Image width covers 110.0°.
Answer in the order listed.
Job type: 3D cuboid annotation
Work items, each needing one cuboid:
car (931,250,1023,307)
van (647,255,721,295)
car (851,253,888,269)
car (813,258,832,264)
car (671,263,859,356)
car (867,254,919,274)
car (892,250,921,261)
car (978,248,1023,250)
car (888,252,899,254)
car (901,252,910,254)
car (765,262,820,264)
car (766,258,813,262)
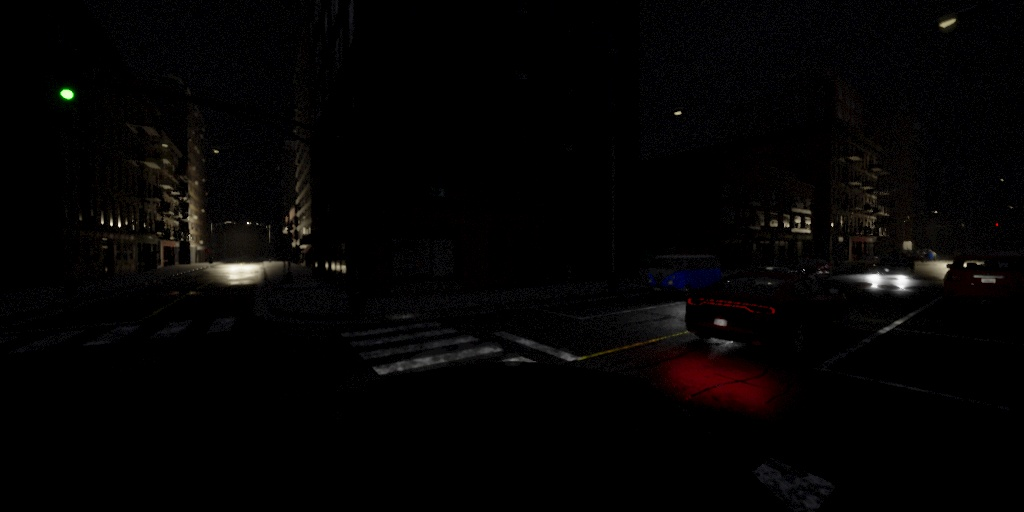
[{"bbox_3d":[16.837,0.819,12.573,5.009,1.841,2.192,0,0,-35],"label":"car"},{"bbox_3d":[7.764,0.827,16.141,3.998,1.789,1.690,0,0,-35],"label":"van"},{"bbox_3d":[34.250,0.581,34.569,4.829,1.417,1.751,0,0,-35],"label":"car"},{"bbox_3d":[21.076,0.816,25.403,4.507,1.381,1.888,0,0,-35],"label":"car"},{"bbox_3d":[6.072,1.101,8.365,5.008,1.535,1.882,-1,1,-35],"label":"car"},{"bbox_3d":[30.924,0.766,29.049,4.718,1.301,1.895,-1,1,-34],"label":"car"},{"bbox_3d":[47.700,0.154,43.928,5.009,1.841,2.192,0,0,-35],"label":"car"},{"bbox_3d":[34.573,0.531,24.944,5.009,1.841,2.192,0,0,-35],"label":"car"},{"bbox_3d":[38.826,0.534,37.753,4.403,1.370,2.007,0,0,-35],"label":"car"},{"bbox_3d":[43.263,0.477,40.840,4.313,1.339,1.948,0,0,-35],"label":"car"},{"bbox_3d":[11.012,1.087,15.278,4.718,1.301,1.895,-1,1,-35],"label":"car"},{"bbox_3d":[16.639,0.909,22.316,4.313,1.339,1.948,0,0,-35],"label":"car"}]
